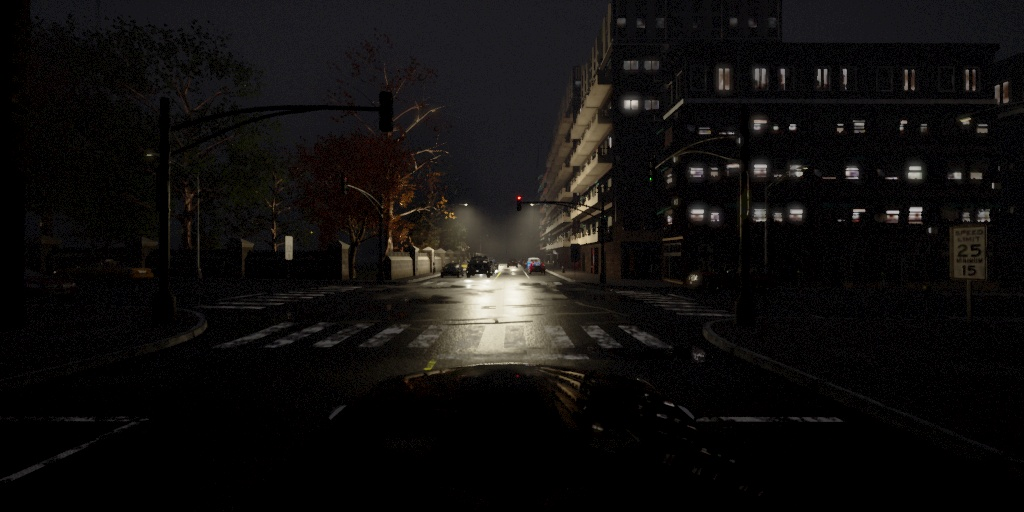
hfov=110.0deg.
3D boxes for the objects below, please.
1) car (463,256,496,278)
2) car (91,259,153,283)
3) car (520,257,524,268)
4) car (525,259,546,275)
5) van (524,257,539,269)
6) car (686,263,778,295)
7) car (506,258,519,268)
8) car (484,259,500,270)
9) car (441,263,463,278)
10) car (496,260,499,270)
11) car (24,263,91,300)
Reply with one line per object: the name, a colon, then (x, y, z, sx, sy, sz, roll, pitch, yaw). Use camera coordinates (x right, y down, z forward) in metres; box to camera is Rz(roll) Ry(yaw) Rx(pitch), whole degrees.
car: (-3.037, 0.986, 34.654, 2.150, 2.045, 5.566, 0, 0, 1)
car: (-24.714, 0.882, 21.690, 4.829, 1.417, 1.751, 0, 0, 0)
car: (2.772, 1.230, 56.875, 1.967, 1.591, 4.097, 0, 0, 0)
car: (2.747, 1.314, 39.985, 1.888, 1.381, 4.507, 0, 0, 0)
van: (2.756, 1.116, 45.615, 1.690, 1.789, 3.998, 0, 0, 0)
car: (13.479, 1.353, 21.998, 5.009, 1.841, 2.192, 0, 0, 0)
car: (0.090, 1.304, 62.659, 1.837, 1.490, 4.892, 0, 0, 0)
car: (-3.010, 1.279, 55.005, 2.128, 1.511, 4.902, 0, 0, 0)
car: (-5.642, 1.330, 34.367, 1.948, 1.339, 4.313, 0, 0, 0)
car: (-3.034, 1.322, 44.906, 2.033, 1.411, 5.357, 0, 0, 0)
car: (-18.945, 1.007, 13.356, 4.207, 1.307, 1.802, 0, 0, 0)
